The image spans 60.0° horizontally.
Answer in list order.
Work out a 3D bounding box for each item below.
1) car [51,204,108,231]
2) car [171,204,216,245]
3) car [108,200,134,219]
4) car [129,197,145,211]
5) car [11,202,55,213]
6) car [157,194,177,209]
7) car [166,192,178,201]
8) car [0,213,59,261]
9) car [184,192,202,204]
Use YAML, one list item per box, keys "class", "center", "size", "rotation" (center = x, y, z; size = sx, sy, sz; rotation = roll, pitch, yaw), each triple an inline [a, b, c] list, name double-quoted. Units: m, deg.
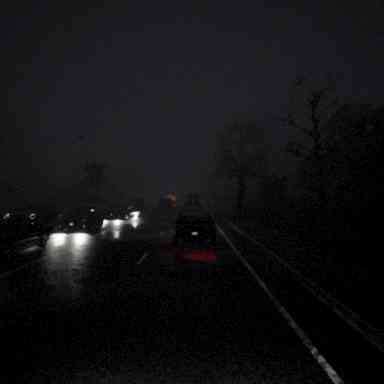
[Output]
- class: "car"
  center: [-7.085, 1.718, 21.498]
  size: [1.994, 1.385, 4.181]
  rotation: [0, 0, -1]
- class: "car"
  center: [0.116, 1.596, 16.350]
  size: [1.882, 1.535, 5.008]
  rotation: [0, 0, 0]
- class: "car"
  center: [-7.057, 1.762, 31.139]
  size: [1.994, 1.385, 4.181]
  rotation: [0, 0, 0]
- class: "car"
  center: [-7.002, 1.426, 41.326]
  size: [2.128, 1.511, 4.902]
  rotation: [0, 3, 1]
- class: "car"
  center: [-10.574, 1.511, 22.332]
  size: [2.097, 1.767, 4.553]
  rotation: [0, 0, 0]
- class: "car"
  center: [-3.455, 1.383, 43.608]
  size: [2.033, 1.411, 5.357]
  rotation: [0, 3, 0]
- class: "car"
  center: [-3.443, 0.725, 53.996]
  size: [2.097, 1.767, 4.553]
  rotation: [0, 3, 0]
- class: "car"
  center: [-7.088, 1.692, 12.686]
  size: [1.895, 1.301, 4.718]
  rotation: [0, 0, 0]
- class: "car"
  center: [0.145, 1.049, 43.815]
  size: [2.150, 2.045, 5.566]
  rotation: [0, 3, 1]
